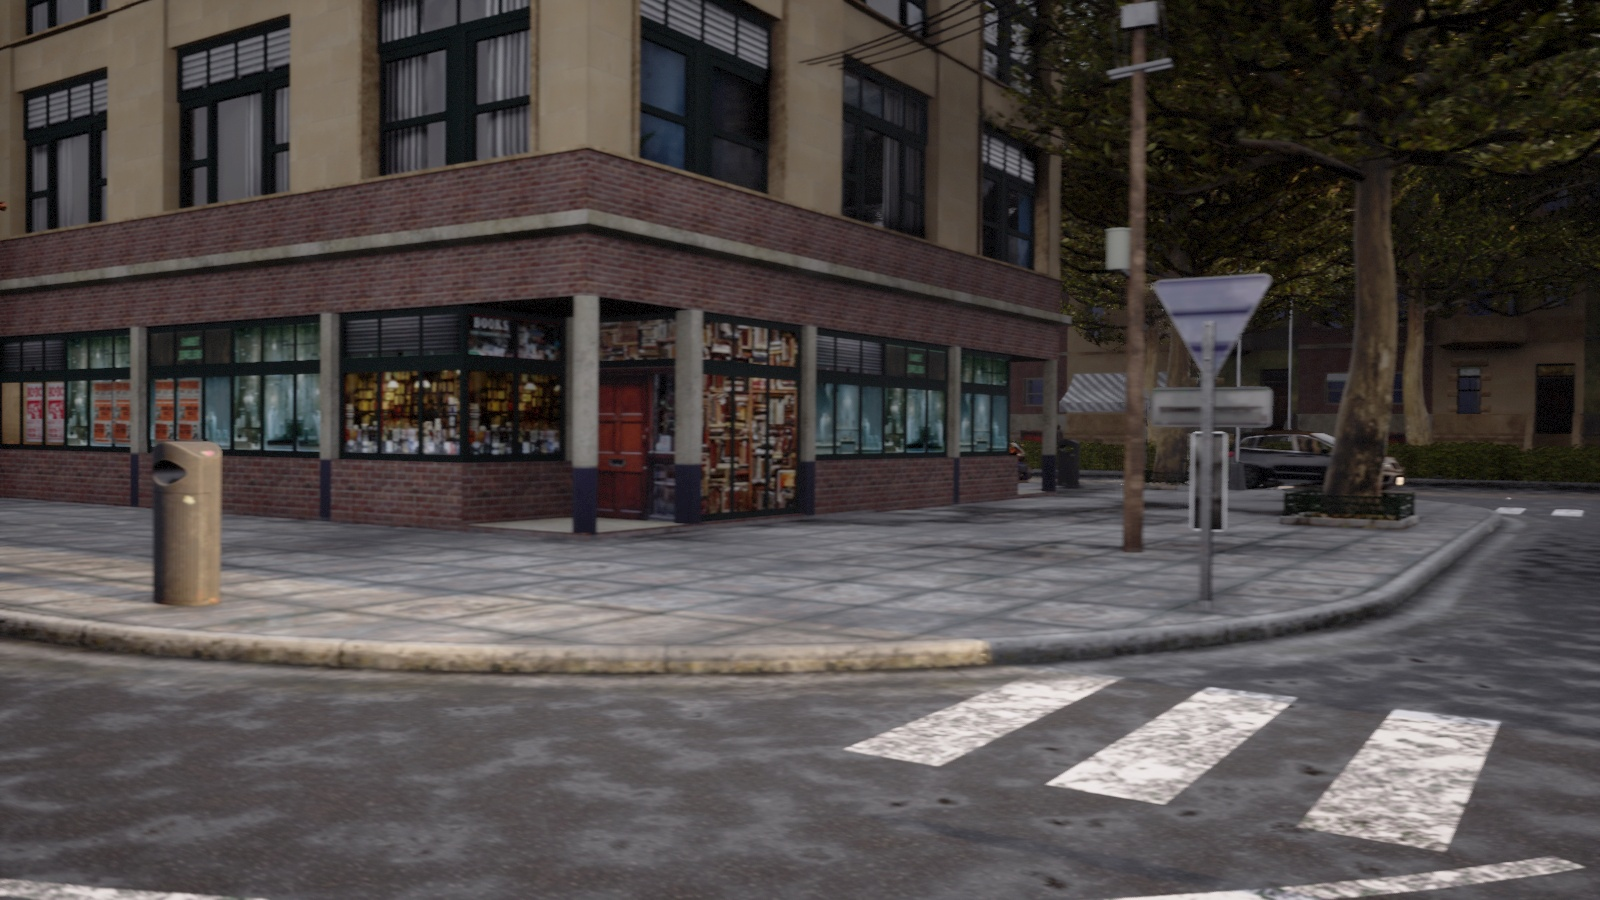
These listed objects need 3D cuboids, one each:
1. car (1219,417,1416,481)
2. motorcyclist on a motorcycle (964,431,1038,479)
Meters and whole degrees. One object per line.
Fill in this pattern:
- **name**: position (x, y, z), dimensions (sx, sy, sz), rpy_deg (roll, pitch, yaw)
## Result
- **car**: position (14.404, -0.033, 35.060), dimensions (4.611, 1.667, 2.242), rpy_deg (0, 1, 40)
- **motorcyclist on a motorcycle**: position (6.514, 0.152, 40.662), dimensions (2.191, 1.530, 0.866), rpy_deg (0, 1, 33)
